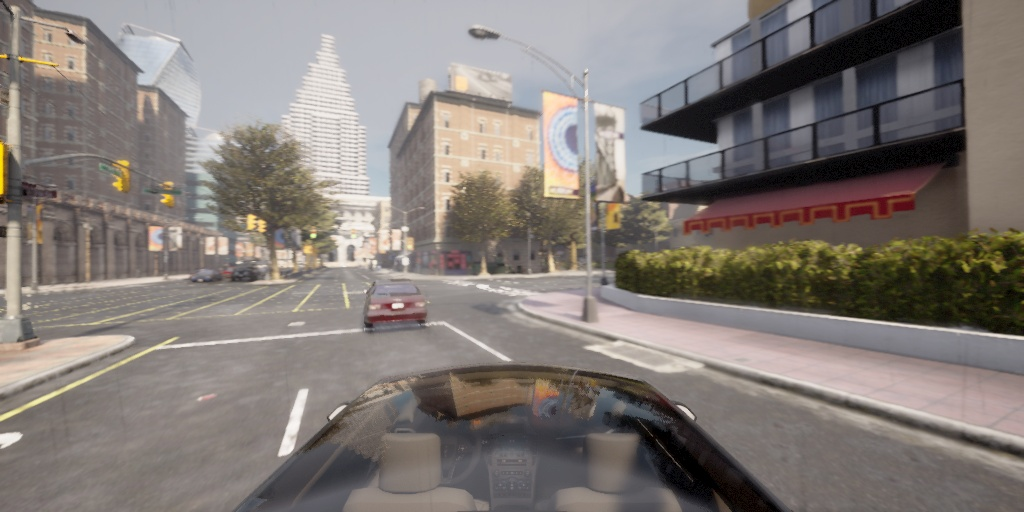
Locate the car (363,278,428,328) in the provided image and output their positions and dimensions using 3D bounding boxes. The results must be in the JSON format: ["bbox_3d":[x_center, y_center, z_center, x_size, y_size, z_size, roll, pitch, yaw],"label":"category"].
[{"bbox_3d":[-4.082,1.483,12.421,2.033,1.411,5.357,-1,-1,-21],"label":"car"}]

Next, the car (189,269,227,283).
[{"bbox_3d":[-35.043,2.268,41.413,2.033,1.411,5.357,0,-1,-25],"label":"car"}]

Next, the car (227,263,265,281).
[{"bbox_3d":[-32.160,1.926,43.484,2.150,2.045,5.566,0,-1,-26],"label":"car"}]

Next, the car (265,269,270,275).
[{"bbox_3d":[-36.500,2.424,52.755,2.033,1.411,5.357,0,-1,-25],"label":"car"}]
